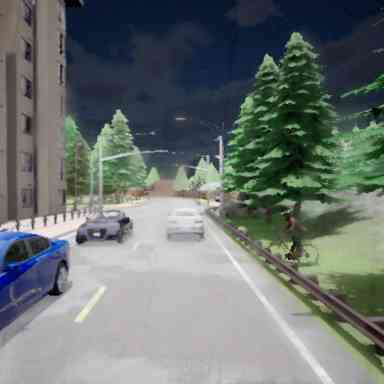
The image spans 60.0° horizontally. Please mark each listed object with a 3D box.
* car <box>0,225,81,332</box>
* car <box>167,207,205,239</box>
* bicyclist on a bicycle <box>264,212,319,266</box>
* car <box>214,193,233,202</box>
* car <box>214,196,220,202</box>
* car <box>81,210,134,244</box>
[{"bbox_3d":[-3.733,1.496,5.846,1.882,1.535,5.008,0,0,-2],"label":"car"},{"bbox_3d":[-0.343,1.520,17.314,1.812,1.442,4.674,0,0,-2],"label":"car"},{"bbox_3d":[2.983,1.431,9.953,1.656,1.620,0.582,1,0,-2],"label":"bicyclist on a bicycle"},{"bbox_3d":[6.540,1.080,69.338,3.866,1.878,1.905,0,0,-2],"label":"car"},{"bbox_3d":[7.024,1.076,66.840,4.605,1.855,1.932,0,0,-2],"label":"car"},{"bbox_3d":[-3.992,1.580,15.818,1.994,1.385,4.181,0,0,-1],"label":"car"}]
